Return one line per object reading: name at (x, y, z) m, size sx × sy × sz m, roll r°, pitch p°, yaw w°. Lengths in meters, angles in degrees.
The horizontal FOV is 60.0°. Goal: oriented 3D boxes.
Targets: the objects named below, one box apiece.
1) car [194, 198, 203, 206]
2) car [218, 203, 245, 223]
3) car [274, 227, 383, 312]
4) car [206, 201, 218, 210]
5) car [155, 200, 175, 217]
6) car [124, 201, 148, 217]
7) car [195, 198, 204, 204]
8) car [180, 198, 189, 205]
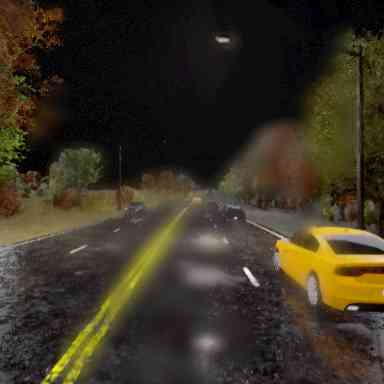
car at (1.410, 2.257, 75.576) m, size 1.882 × 1.535 × 5.008 m, roll 0°, pitch -1°, yaw 2°
car at (3.569, 1.890, 29.433) m, size 1.837 × 1.490 × 4.892 m, roll 0°, pitch -1°, yaw 1°
car at (3.379, 1.588, 8.092) m, size 1.882 × 1.535 × 5.008 m, roll 0°, pitch -1°, yaw 1°
car at (3.444, 2.207, 55.904) m, size 1.837 × 1.490 × 4.892 m, roll 0°, pitch -1°, yaw 2°
car at (-2.987, 1.986, 37.385) m, size 1.837 × 1.490 × 4.892 m, roll 0°, pitch -1°, yaw 1°
car at (-6.236, 1.832, 37.417) m, size 2.097 × 1.767 × 4.553 m, roll 0°, pitch -1°, yaw 1°
car at (2.102, 2.530, 92.304) m, size 2.128 × 1.511 × 4.902 m, roll 0°, pitch -1°, yaw 3°
car at (-1.753, 2.152, 77.834) m, size 2.097 × 1.767 × 4.553 m, roll 0°, pitch -1°, yaw 2°
